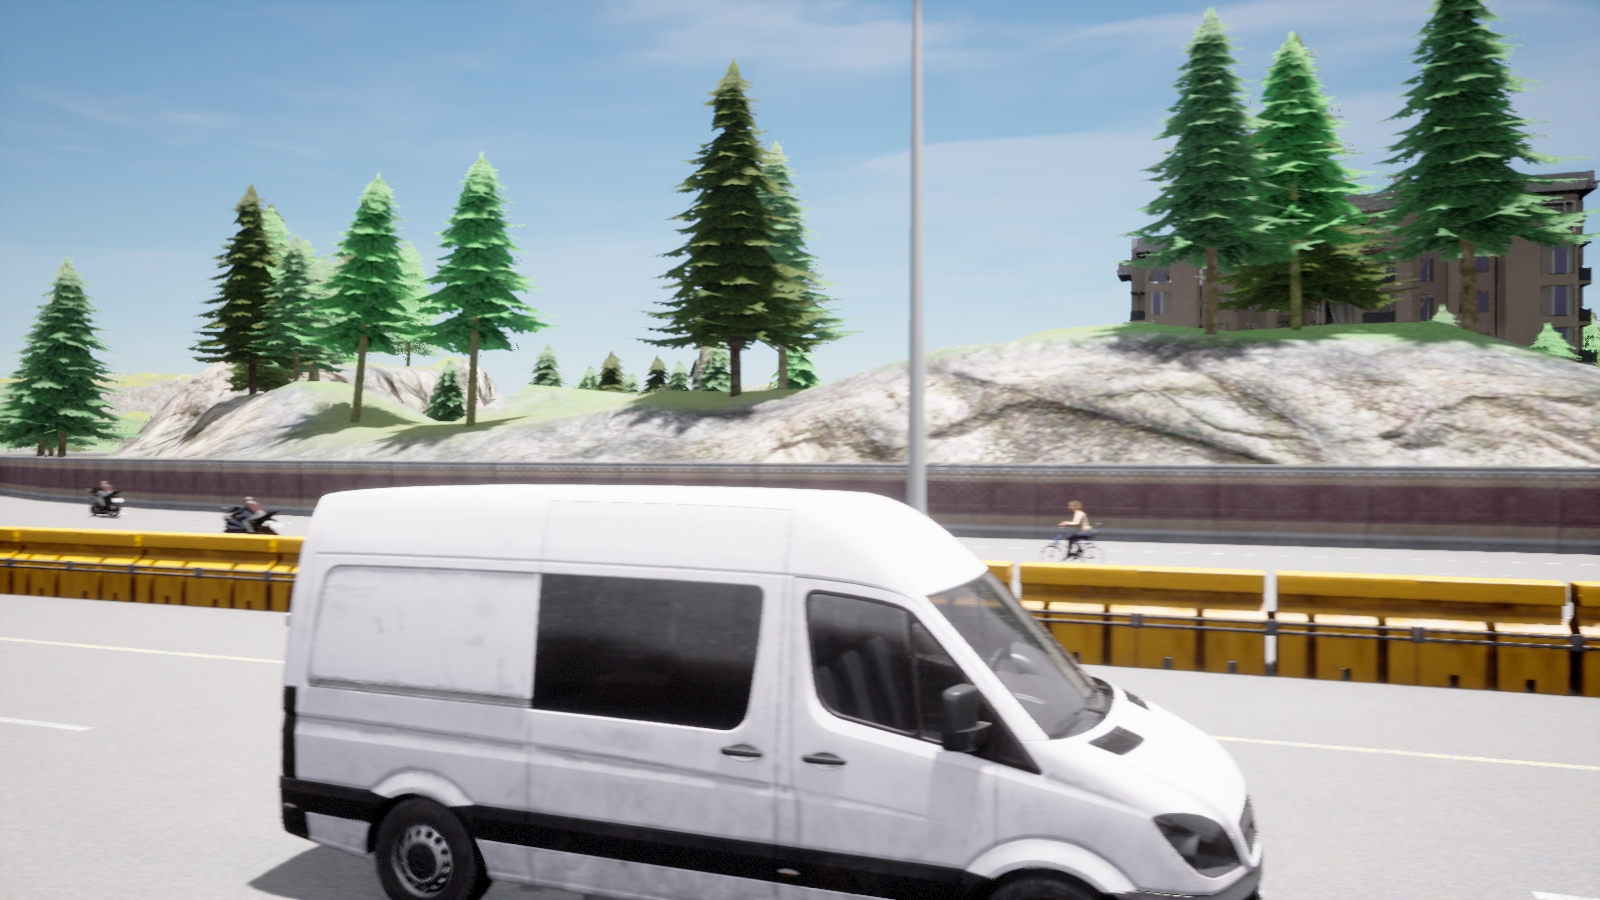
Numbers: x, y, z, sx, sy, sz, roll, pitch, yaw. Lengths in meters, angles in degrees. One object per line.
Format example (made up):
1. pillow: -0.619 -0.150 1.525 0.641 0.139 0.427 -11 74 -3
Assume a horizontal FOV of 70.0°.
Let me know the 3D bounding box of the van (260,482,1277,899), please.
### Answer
1. van: -0.279 1.533 7.117 5.915 2.561 1.988 0 0 20
